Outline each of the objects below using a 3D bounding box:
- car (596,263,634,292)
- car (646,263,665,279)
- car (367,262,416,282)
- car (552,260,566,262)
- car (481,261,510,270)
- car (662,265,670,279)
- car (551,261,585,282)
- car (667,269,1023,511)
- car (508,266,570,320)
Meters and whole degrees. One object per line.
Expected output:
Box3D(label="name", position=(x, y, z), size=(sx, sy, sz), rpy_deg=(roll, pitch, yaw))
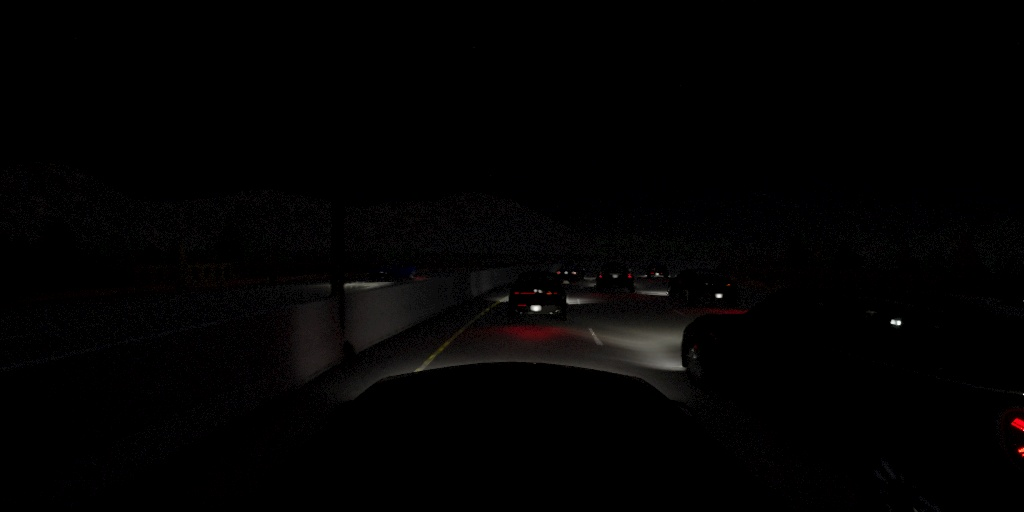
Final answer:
Box3D(label="car", position=(6.359, 1.187, 22.420), size=(2.097, 1.767, 4.553), rpy_deg=(0, 0, 14))
Box3D(label="car", position=(14.128, 1.408, 34.750), size=(1.837, 1.490, 4.892), rpy_deg=(0, 0, 23))
Box3D(label="car", position=(-9.935, 1.259, 29.954), size=(1.882, 1.535, 5.008), rpy_deg=(0, 0, 16))
Box3D(label="car", position=(6.213, 1.458, 50.733), size=(2.033, 1.411, 5.357), rpy_deg=(0, 0, 30))
Box3D(label="car", position=(-1.903, 1.343, 42.204), size=(2.128, 1.511, 4.902), rpy_deg=(0, 0, 24))
Box3D(label="car", position=(8.658, 1.335, 16.629), size=(1.837, 1.490, 4.892), rpy_deg=(0, 0, 10))
Box3D(label="car", position=(5.118, 1.400, 30.931), size=(2.033, 1.411, 5.357), rpy_deg=(0, 0, 19))
Box3D(label="car", position=(3.783, 1.126, 4.045), size=(2.097, 1.767, 4.553), rpy_deg=(0, 0, 2))
Box3D(label="car", position=(0.996, 1.290, 12.937), size=(1.837, 1.490, 4.892), rpy_deg=(0, 0, 7))
